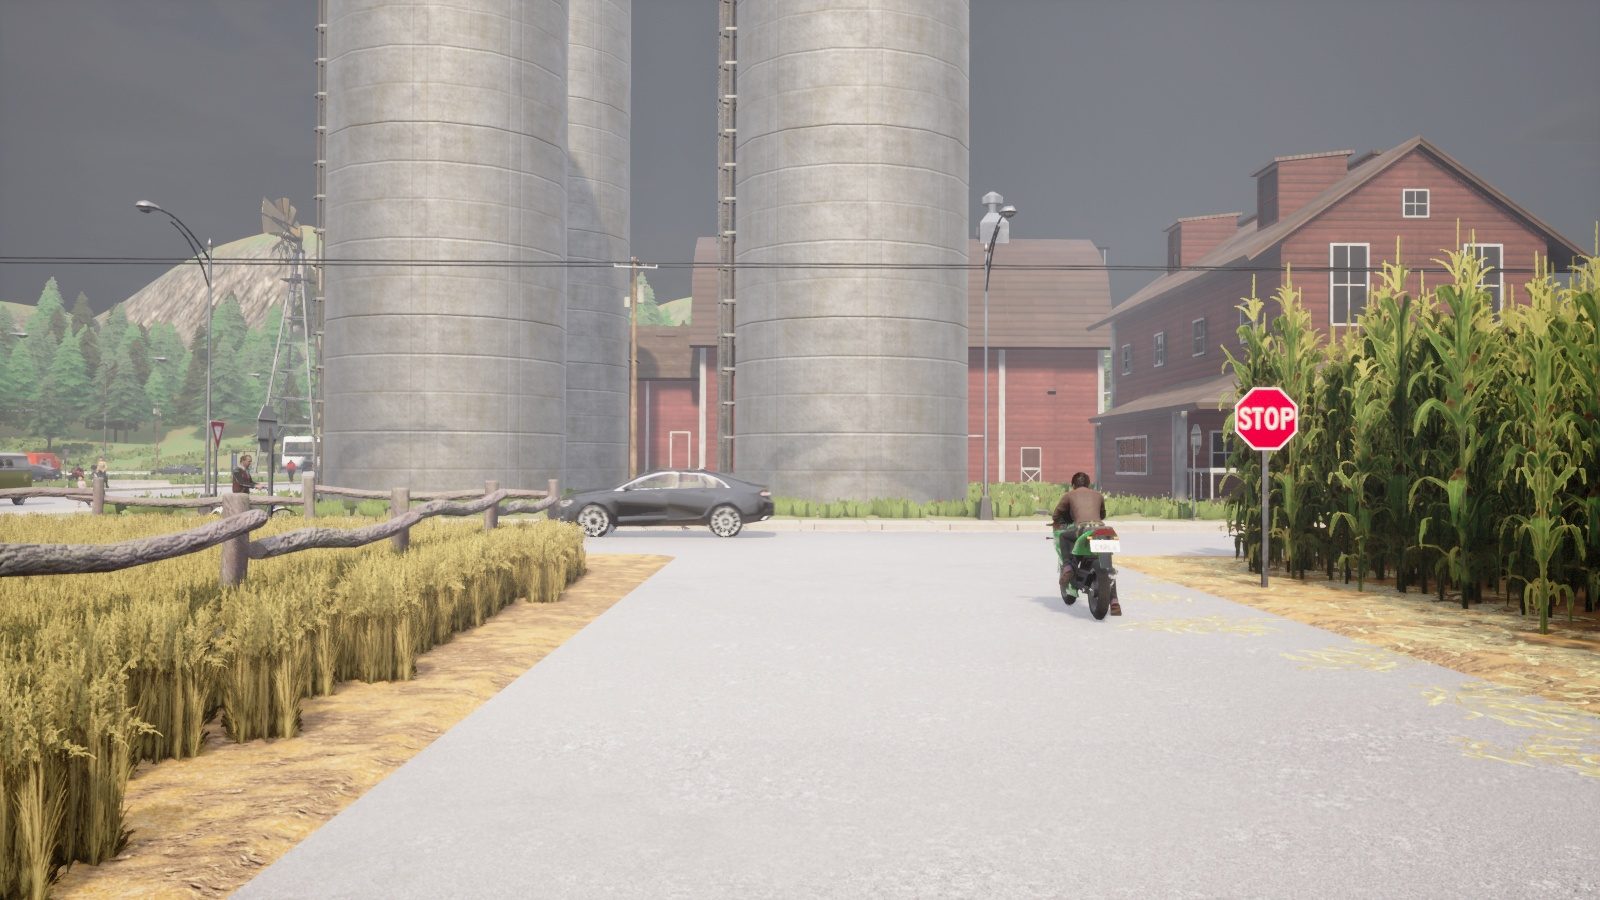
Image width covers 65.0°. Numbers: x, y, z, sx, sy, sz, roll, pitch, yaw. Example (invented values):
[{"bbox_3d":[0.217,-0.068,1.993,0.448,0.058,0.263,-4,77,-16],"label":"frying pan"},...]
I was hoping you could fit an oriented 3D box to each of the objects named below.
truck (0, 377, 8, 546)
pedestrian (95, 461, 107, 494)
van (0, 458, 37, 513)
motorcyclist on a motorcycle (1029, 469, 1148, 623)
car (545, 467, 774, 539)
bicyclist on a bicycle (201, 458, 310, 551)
[{"bbox_3d":[-20.380,0.241,24.555,7.936,3.462,2.891,0,-1,0],"label":"truck"},{"bbox_3d":[-39.073,1.531,70.232,0.345,1.836,0.594,0,-1,-3],"label":"pedestrian"},{"bbox_3d":[-29.562,1.271,44.996,1.775,1.987,4.442,0,-1,-1],"label":"van"},{"bbox_3d":[3.064,0.973,13.560,0.797,1.523,2.044,0,-1,0],"label":"motorcyclist on a motorcycle"},{"bbox_3d":[-3.054,1.155,28.131,4.902,1.511,2.128,0,-1,0],"label":"car"},{"bbox_3d":[-10.658,1.056,24.603,1.843,1.776,0.659,0,-1,0],"label":"bicyclist on a bicycle"}]
